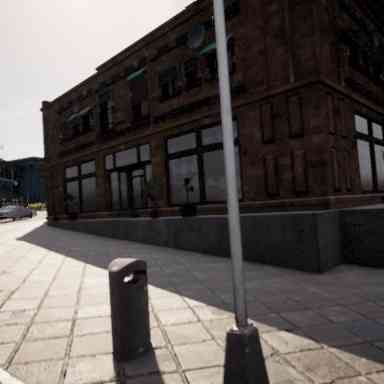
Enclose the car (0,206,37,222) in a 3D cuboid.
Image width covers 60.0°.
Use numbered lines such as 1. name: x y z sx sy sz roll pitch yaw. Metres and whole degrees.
1. car: -16.796 2.014 31.519 2.033 1.411 5.357 -4 0 1
